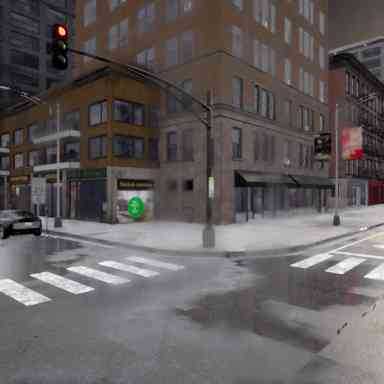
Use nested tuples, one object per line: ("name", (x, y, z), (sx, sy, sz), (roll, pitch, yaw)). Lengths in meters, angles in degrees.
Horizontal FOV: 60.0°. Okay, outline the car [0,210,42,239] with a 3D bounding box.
("car", (-9.326, 1.577, 17.252), (4.313, 1.339, 1.947), (0, 0, 43))
